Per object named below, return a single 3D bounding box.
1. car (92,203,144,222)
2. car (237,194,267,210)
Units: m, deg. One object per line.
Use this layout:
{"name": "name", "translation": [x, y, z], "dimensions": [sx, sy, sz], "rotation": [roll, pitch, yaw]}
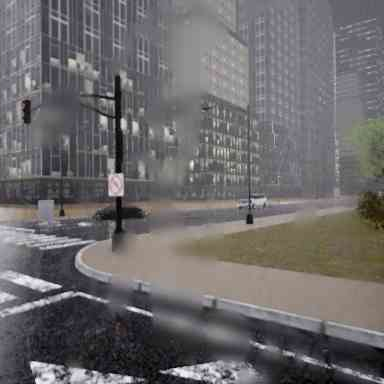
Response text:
{"name": "car", "translation": [-5.735, 1.595, 26.224], "dimensions": [1.994, 1.385, 4.181], "rotation": [-1, -1, 37]}
{"name": "car", "translation": [8.167, 1.279, 44.634], "dimensions": [2.150, 2.045, 5.566], "rotation": [-1, -1, 37]}
